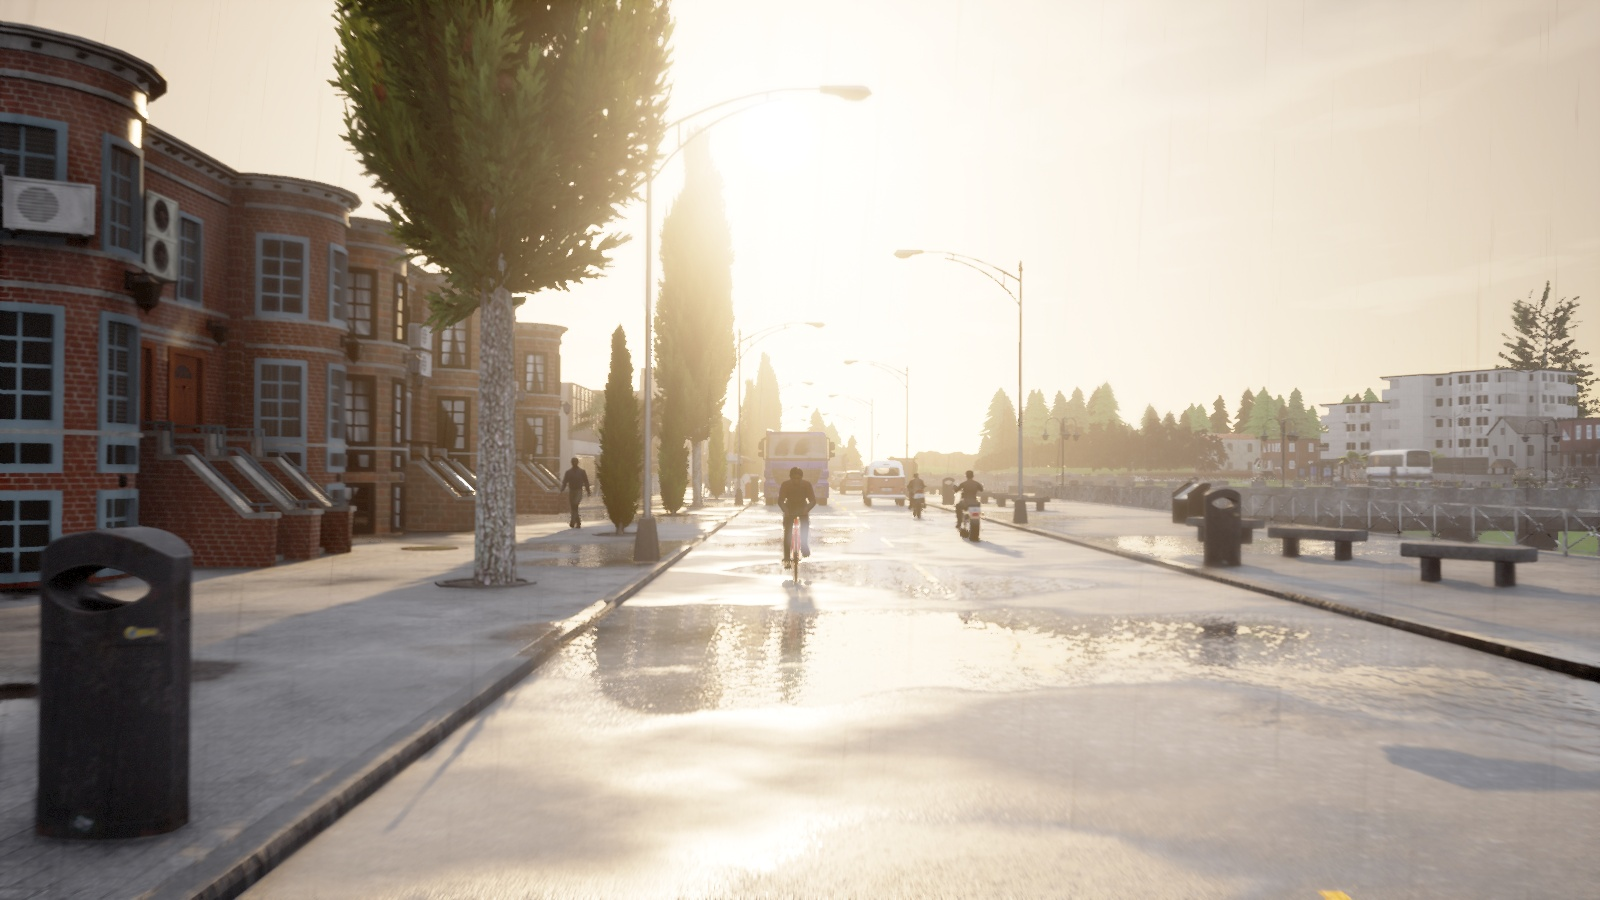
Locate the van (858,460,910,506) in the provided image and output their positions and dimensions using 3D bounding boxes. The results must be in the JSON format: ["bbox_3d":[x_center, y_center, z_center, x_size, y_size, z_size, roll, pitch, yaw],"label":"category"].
[{"bbox_3d":[3.848,1.493,57.966,2.069,2.038,4.480,0,-1,0],"label":"van"}]

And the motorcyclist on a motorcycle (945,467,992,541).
[{"bbox_3d":[3.923,1.240,29.320,0.766,1.649,2.350,0,-1,0],"label":"motorcyclist on a motorcycle"}]

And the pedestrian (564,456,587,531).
[{"bbox_3d":[-5.553,1.068,31.107,0.370,1.835,0.726,0,-1,7],"label":"pedestrian"}]

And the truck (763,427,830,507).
[{"bbox_3d":[-0.155,0.813,58.551,2.891,3.462,7.936,0,-1,0],"label":"truck"}]

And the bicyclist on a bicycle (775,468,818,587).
[{"bbox_3d":[-0.047,1.070,18.029,0.582,1.620,1.656,0,-1,0],"label":"bicyclist on a bicycle"}]

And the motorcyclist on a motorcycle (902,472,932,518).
[{"bbox_3d":[3.890,1.484,41.974,0.797,1.523,2.044,0,-1,0],"label":"motorcyclist on a motorcycle"}]

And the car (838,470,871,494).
[{"bbox_3d":[3.773,2.192,87.352,2.033,1.649,4.856,0,-1,0],"label":"car"}]
